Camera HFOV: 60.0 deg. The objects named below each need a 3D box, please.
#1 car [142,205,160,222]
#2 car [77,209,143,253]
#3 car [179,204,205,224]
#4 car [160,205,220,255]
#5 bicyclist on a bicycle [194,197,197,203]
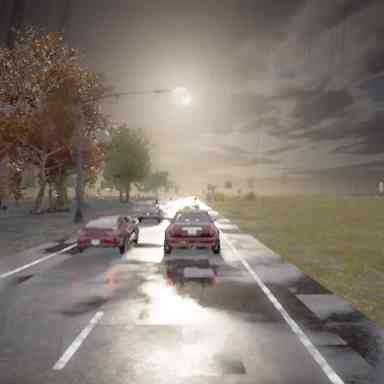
[{"bbox_3d":[-3.494,1.833,28.984,2.033,1.411,5.357,0,-1,0],"label":"car"},{"bbox_3d":[-3.492,1.668,14.378,1.812,1.442,4.674,0,0,0],"label":"car"},{"bbox_3d":[0.006,1.833,28.984,2.033,1.411,5.357,0,-1,0],"label":"car"},{"bbox_3d":[0.004,1.489,14.069,2.097,1.767,4.553,0,-1,0],"label":"car"},{"bbox_3d":[0.979,2.305,94.694,0.659,1.776,1.843,0,0,0],"label":"bicyclist on a bicycle"}]
